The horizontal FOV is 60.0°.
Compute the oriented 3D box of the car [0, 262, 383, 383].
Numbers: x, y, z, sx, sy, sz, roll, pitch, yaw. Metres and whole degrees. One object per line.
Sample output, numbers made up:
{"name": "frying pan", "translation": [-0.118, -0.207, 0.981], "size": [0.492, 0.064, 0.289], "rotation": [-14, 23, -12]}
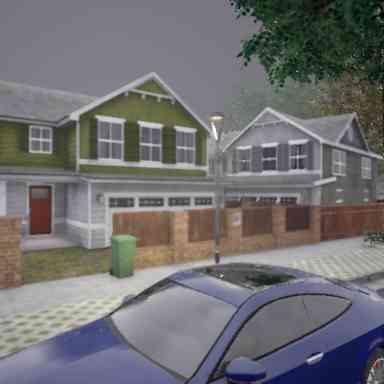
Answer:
{"name": "car", "translation": [0.284, 1.531, 3.274], "size": [4.674, 1.442, 1.812], "rotation": [0, 0, -35]}
